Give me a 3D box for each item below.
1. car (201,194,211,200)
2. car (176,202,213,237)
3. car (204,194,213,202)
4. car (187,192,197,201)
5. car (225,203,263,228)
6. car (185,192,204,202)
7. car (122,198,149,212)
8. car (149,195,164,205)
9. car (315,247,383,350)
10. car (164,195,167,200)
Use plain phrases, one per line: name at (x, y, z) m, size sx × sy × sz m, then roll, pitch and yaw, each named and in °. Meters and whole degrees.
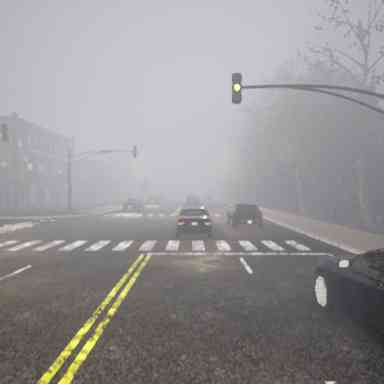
car at (3.290, 1.202, 78.925) m, size 1.994 × 1.385 × 4.181 m, roll 0°, pitch 0°, yaw 0°
car at (0.110, 1.509, 17.857) m, size 2.033 × 1.411 × 5.357 m, roll 0°, pitch 0°, yaw 0°
car at (3.284, 1.335, 68.506) m, size 2.128 × 1.511 × 4.902 m, roll 0°, pitch 0°, yaw 0°
car at (0.041, 1.043, 78.543) m, size 2.150 × 2.045 × 5.566 m, roll 0°, pitch 0°, yaw 0°
car at (3.361, 1.458, 21.753) m, size 1.837 × 1.490 × 4.892 m, roll 0°, pitch 0°, yaw 0°
car at (0.123, 1.255, 43.038) m, size 2.097 × 1.767 × 4.553 m, roll 0°, pitch 0°, yaw 0°
car at (-6.571, 1.406, 37.628) m, size 2.128 × 1.511 × 4.902 m, roll 0°, pitch 0°, yaw 0°
car at (-6.520, 1.363, 56.939) m, size 2.128 × 1.511 × 4.902 m, roll 0°, pitch 0°, yaw 1°
car at (3.352, 1.467, 4.640) m, size 1.882 × 1.535 × 5.008 m, roll 0°, pitch 0°, yaw 0°
car at (-6.461, 1.297, 72.490) m, size 1.882 × 1.535 × 5.008 m, roll 0°, pitch 0°, yaw 0°
